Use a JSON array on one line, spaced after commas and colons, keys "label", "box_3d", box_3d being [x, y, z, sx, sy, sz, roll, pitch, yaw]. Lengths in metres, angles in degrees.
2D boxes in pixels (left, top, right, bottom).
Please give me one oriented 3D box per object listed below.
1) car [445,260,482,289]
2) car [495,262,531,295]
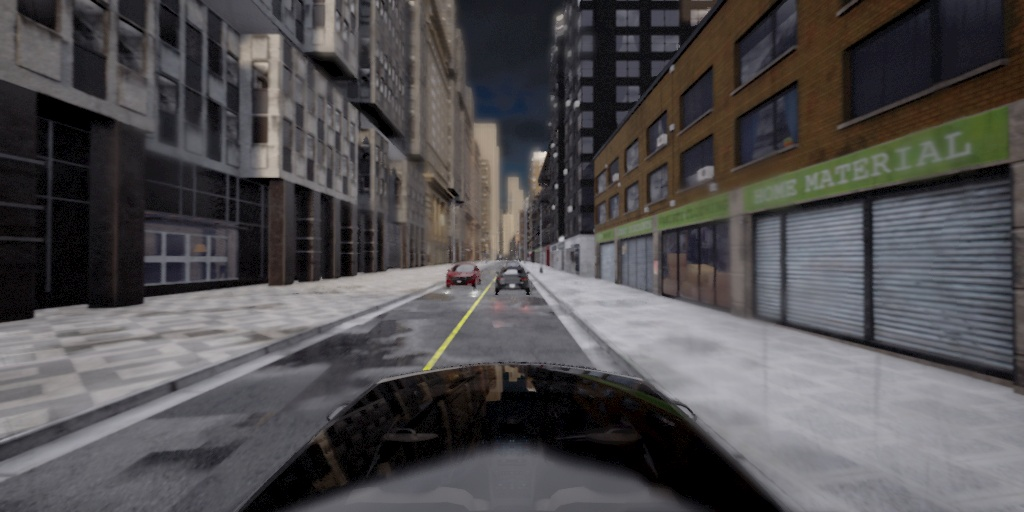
[{"label": "car", "box_3d": [-3.078, 1.223, 23.546, 1.882, 1.535, 5.008, 0, 0, 0]}, {"label": "car", "box_3d": [0.043, 1.273, 19.789, 1.812, 1.442, 4.674, 0, 0, 1]}]
